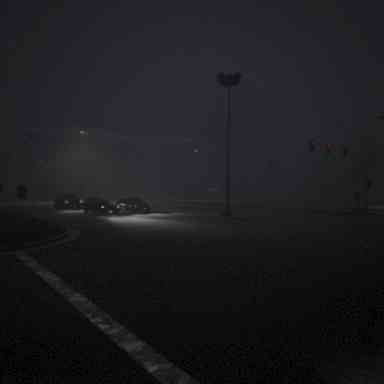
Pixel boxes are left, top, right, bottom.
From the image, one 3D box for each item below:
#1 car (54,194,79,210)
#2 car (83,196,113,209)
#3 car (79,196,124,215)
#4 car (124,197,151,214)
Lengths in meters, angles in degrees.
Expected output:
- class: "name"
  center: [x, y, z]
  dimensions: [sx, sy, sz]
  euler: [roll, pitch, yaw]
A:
- class: "car"
  center: [-13.901, 0.996, 37.449]
  dimensions: [2.097, 1.767, 4.553]
  euler: [1, 0, -38]
- class: "car"
  center: [-11.340, 1.230, 39.844]
  dimensions: [1.994, 1.385, 4.181]
  euler: [1, 0, -38]
- class: "car"
  center: [-8.349, 1.349, 30.373]
  dimensions: [1.895, 1.301, 4.718]
  euler: [1, 0, -38]
- class: "car"
  center: [-5.847, 1.275, 32.855]
  dimensions: [1.837, 1.490, 4.892]
  euler: [1, 0, -38]
